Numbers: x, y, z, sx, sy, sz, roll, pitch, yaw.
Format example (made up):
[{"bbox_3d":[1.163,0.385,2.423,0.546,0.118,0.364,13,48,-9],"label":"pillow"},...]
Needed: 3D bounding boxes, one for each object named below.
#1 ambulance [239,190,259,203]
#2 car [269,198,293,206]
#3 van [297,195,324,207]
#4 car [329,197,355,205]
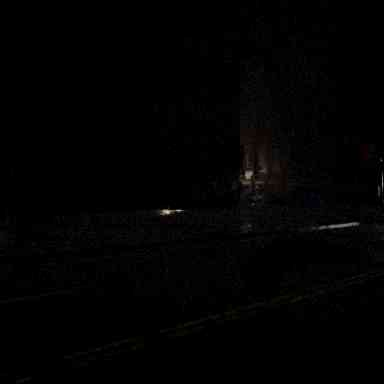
[{"bbox_3d":[10.288,0.911,65.118,2.351,2.431,6.366,-1,1,-35],"label":"ambulance"},{"bbox_3d":[14.456,1.559,54.364,1.802,1.307,4.206,0,1,-35],"label":"car"},{"bbox_3d":[17.734,1.348,49.762,1.690,1.788,3.998,0,1,-35],"label":"van"},{"bbox_3d":[24.676,1.478,54.712,1.947,1.339,4.313,0,1,-35],"label":"car"}]
